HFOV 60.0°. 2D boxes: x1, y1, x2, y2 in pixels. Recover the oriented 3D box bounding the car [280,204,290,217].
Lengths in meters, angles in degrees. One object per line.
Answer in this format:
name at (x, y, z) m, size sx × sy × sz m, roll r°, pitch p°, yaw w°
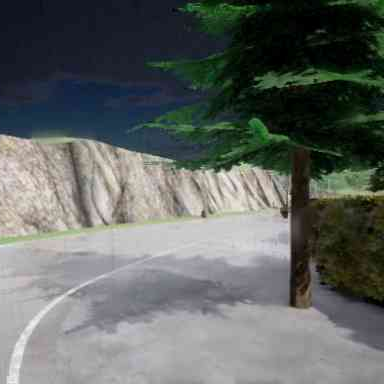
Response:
car at (10.464, 1.757, 32.870) m, size 1.895 × 1.301 × 4.718 m, roll 0°, pitch 0°, yaw 36°
